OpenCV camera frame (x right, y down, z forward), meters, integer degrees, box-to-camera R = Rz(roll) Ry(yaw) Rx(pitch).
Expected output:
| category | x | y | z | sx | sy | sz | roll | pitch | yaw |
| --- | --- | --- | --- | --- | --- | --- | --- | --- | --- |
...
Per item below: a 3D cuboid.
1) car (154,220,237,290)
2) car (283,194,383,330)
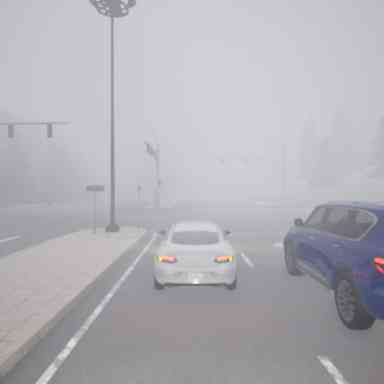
| category | x | y | z | sx | sy | sz | roll | pitch | yaw |
| --- | --- | --- | --- | --- | --- | --- | --- | --- | --- |
| car | 0.081 | 1.467 | 8.784 | 1.812 | 1.442 | 4.674 | 0 | 0 | 0 |
| car | 3.568 | 1.175 | 6.928 | 2.150 | 2.045 | 5.566 | 0 | 0 | 1 |
